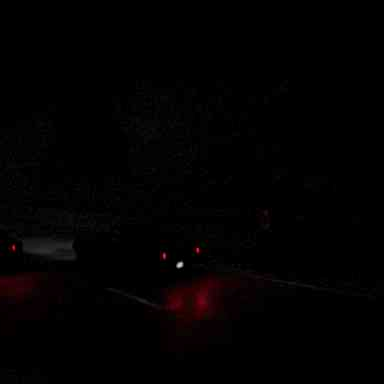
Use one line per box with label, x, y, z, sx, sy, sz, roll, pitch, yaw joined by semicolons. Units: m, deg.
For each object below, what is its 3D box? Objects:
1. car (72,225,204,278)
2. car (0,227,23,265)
car;-1.957;1.719;10.688;4.718;1.301;1.895;0;-1;43
car;-7.444;1.702;11.088;4.718;1.301;1.895;0;0;44
